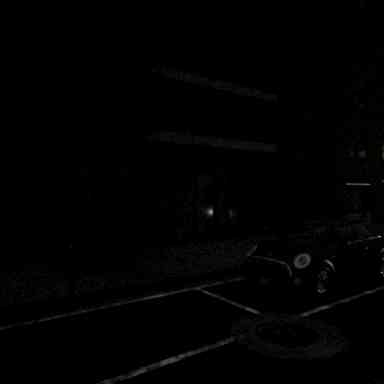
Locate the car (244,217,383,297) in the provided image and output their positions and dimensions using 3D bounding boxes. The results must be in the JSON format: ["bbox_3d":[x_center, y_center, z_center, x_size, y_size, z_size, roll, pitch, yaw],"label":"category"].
[{"bbox_3d":[3.246,1.445,8.502,4.097,1.590,1.967,0,0,-35],"label":"car"}]
